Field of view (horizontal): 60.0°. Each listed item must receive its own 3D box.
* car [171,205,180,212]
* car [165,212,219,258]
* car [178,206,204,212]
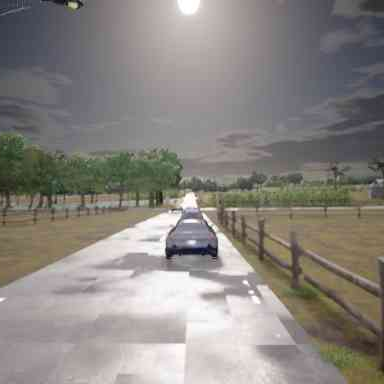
[{"bbox_3d":[-2.792,3.046,62.493,1.994,1.385,4.181,0,-2,1],"label":"car"},{"bbox_3d":[0.015,1.740,13.486,1.994,1.385,4.181,0,-1,1],"label":"car"},{"bbox_3d":[0.022,2.028,28.973,1.812,1.442,4.674,0,-1,1],"label":"car"}]
